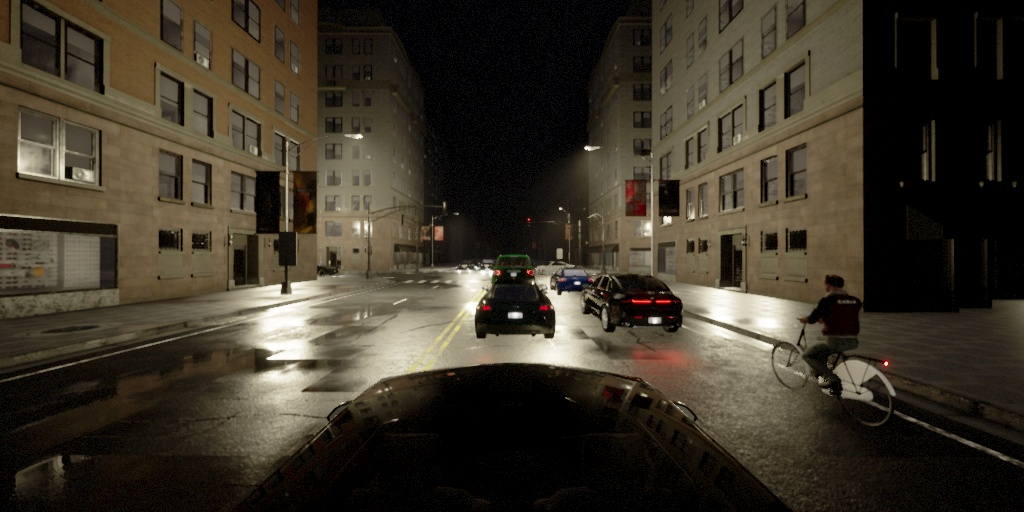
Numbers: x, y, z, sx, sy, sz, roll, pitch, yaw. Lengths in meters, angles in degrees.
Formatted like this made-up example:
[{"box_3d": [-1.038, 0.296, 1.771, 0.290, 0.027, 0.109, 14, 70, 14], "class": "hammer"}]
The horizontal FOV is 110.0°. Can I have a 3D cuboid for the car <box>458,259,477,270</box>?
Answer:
[{"box_3d": [-6.654, 1.265, 52.335, 1.812, 1.442, 4.674, 0, 0, 0], "class": "car"}]

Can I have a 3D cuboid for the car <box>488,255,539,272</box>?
[{"box_3d": [0.076, 0.965, 19.529, 2.150, 2.045, 5.566, 0, 0, 0], "class": "car"}]

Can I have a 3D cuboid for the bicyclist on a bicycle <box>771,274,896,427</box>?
[{"box_3d": [4.140, 1.119, 4.814, 0.659, 1.776, 1.843, 0, 0, 0], "class": "bicyclist on a bicycle"}]

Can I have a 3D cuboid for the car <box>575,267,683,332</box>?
[{"box_3d": [3.335, 1.251, 10.784, 1.837, 1.490, 4.892, 0, 0, 0], "class": "car"}]

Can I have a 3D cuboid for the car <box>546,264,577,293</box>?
[{"box_3d": [3.226, 1.308, 19.680, 1.994, 1.385, 4.181, 0, 0, 0], "class": "car"}]

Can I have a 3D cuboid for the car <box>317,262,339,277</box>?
[{"box_3d": [-19.189, 1.281, 34.824, 4.181, 1.385, 1.994, 0, 0, 0], "class": "car"}]

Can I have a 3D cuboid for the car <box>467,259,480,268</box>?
[{"box_3d": [-6.648, 1.242, 62.492, 1.837, 1.490, 4.892, 0, 0, 0], "class": "car"}]

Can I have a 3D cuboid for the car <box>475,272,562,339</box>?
[{"box_3d": [0.086, 1.310, 10.116, 1.994, 1.385, 4.181, 0, 0, 0], "class": "car"}]

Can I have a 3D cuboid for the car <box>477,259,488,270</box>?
[{"box_3d": [-3.406, 1.231, 51.080, 2.128, 1.511, 4.902, 0, 0, 0], "class": "car"}]

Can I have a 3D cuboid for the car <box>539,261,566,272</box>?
[{"box_3d": [4.099, 1.268, 36.252, 4.674, 1.442, 1.812, 0, 0, -17], "class": "car"}]
